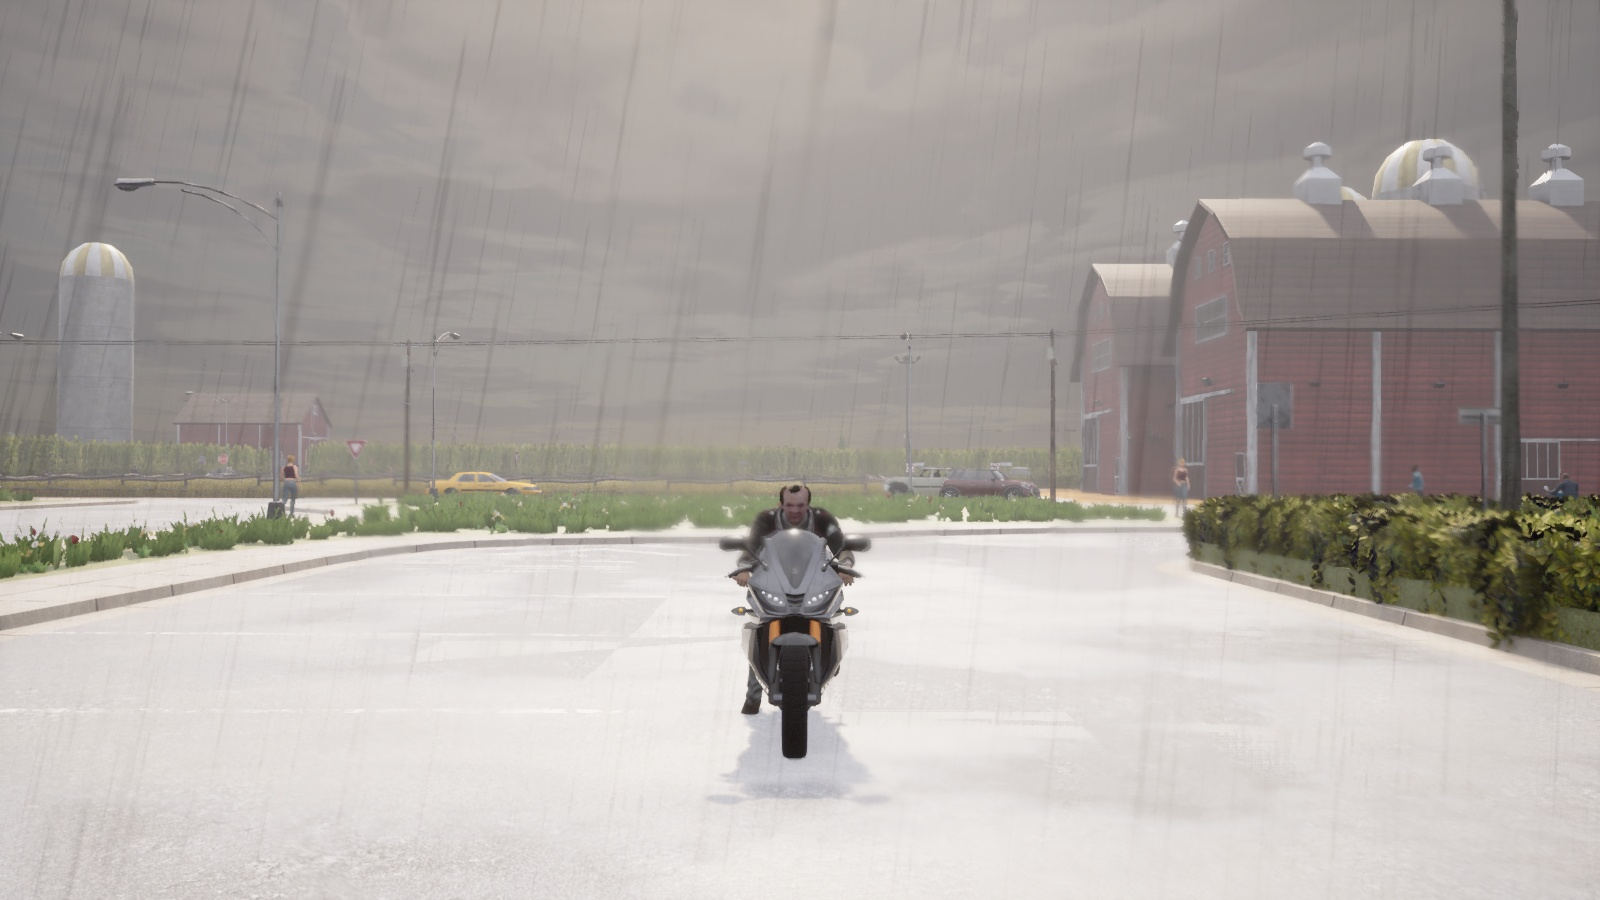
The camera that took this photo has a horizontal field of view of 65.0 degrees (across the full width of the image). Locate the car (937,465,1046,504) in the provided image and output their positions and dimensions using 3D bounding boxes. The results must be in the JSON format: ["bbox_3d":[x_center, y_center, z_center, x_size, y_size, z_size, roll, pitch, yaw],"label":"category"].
[{"bbox_3d":[8.877,1.589,58.289,4.553,1.767,2.097,-1,-1,26],"label":"car"}]

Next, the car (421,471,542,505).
[{"bbox_3d":[-15.293,1.826,60.397,5.366,1.575,1.801,0,-1,0],"label":"car"}]

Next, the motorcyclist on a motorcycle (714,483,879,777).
[{"bbox_3d":[-0.023,0.979,7.742,0.866,1.530,2.191,0,-1,0],"label":"motorcyclist on a motorcycle"}]

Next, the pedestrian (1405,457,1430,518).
[{"bbox_3d":[19.698,1.192,40.073,0.692,1.930,0.396,-1,-1,26],"label":"pedestrian"}]

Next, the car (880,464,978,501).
[{"bbox_3d":[6.558,1.665,63.821,4.605,1.855,1.932,-1,-2,20],"label":"car"}]

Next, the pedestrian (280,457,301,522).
[{"bbox_3d":[-14.468,1.125,35.662,0.345,1.836,0.594,0,-1,-1],"label":"pedestrian"}]

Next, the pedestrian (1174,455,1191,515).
[{"bbox_3d":[11.839,1.074,38.871,0.345,1.836,0.594,0,-1,0],"label":"pedestrian"}]
